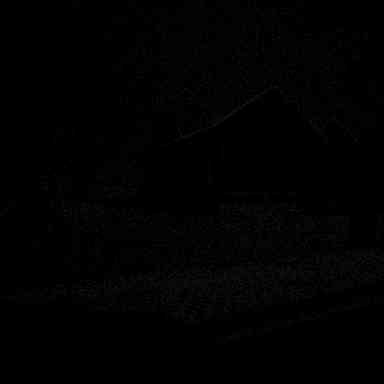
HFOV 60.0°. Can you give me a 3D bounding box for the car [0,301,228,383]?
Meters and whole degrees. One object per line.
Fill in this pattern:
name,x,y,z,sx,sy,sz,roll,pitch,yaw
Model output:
car,-1.946,1.472,1.448,4.902,1.511,2.128,1,0,-35
